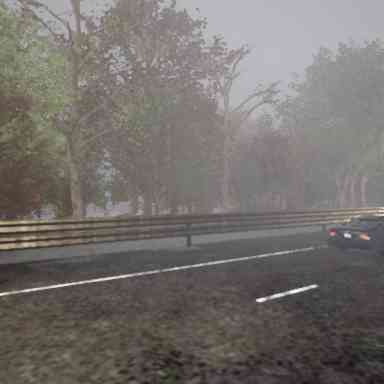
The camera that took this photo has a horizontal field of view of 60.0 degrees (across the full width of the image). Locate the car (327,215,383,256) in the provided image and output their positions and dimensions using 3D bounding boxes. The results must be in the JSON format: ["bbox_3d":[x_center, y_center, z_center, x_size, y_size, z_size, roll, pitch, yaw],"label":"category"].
[{"bbox_3d":[7.788,1.689,13.795,5.357,1.411,2.033,1,0,-36],"label":"car"}]
